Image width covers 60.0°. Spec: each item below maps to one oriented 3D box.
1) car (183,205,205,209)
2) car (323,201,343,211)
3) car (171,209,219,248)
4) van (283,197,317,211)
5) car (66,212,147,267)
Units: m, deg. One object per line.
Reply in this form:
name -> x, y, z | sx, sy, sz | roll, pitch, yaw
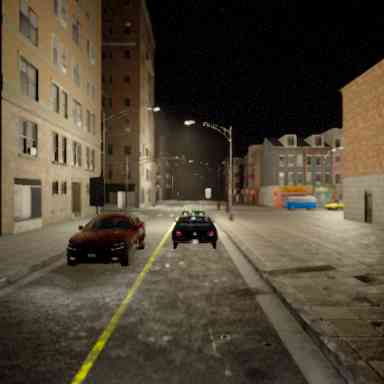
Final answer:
car -> 0.132, 1.721, 27.917 | 1.895, 1.301, 4.718 | 0, 0, 1
car -> 19.229, 1.701, 42.395 | 4.829, 1.417, 1.752 | 0, 0, 0
car -> 0.117, 1.667, 15.183 | 1.895, 1.301, 4.718 | 0, 0, 0
van -> 13.787, 1.521, 42.411 | 3.998, 1.788, 1.690 | 0, 0, 0
car -> -2.817, 1.529, 11.881 | 1.882, 1.535, 5.008 | 0, 0, 0
